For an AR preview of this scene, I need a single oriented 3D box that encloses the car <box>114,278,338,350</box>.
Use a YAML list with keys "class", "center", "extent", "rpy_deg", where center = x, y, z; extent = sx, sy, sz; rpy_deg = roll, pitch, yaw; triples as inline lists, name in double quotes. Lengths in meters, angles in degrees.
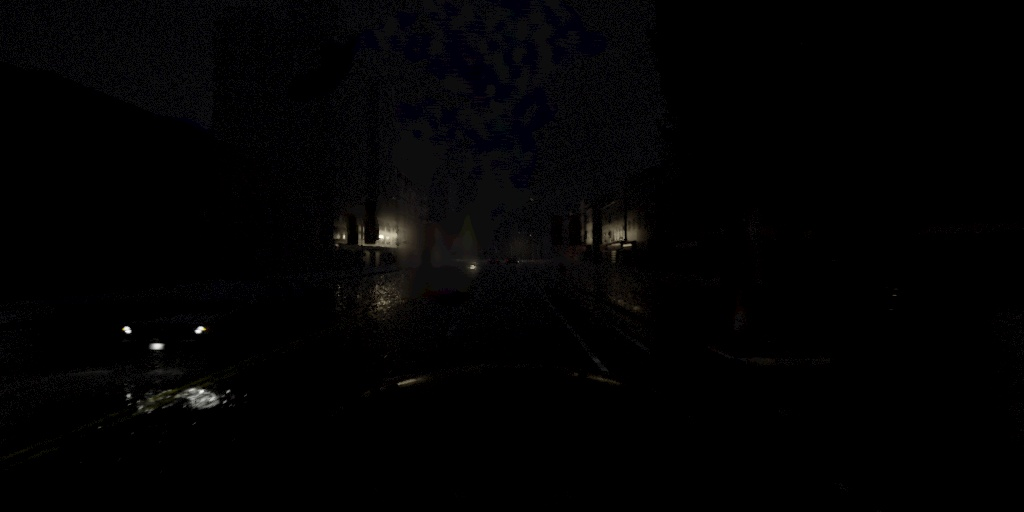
- class: "car"
  center: [-6.589, 1.297, 9.314]
  extent: [2.033, 1.411, 5.357]
  rpy_deg: [0, 0, 0]
